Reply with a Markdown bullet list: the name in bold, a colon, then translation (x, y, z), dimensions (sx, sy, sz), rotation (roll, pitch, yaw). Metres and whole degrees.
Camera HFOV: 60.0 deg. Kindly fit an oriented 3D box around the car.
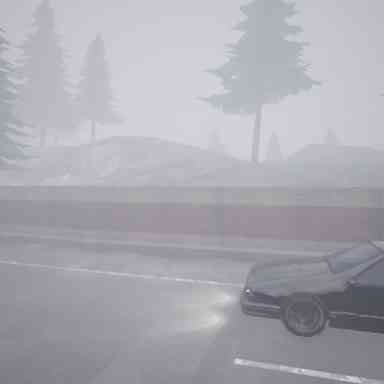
- **car**: translation (3.551, 1.545, 5.480), dimensions (5.357, 1.411, 2.033), rotation (1, 0, 16)
